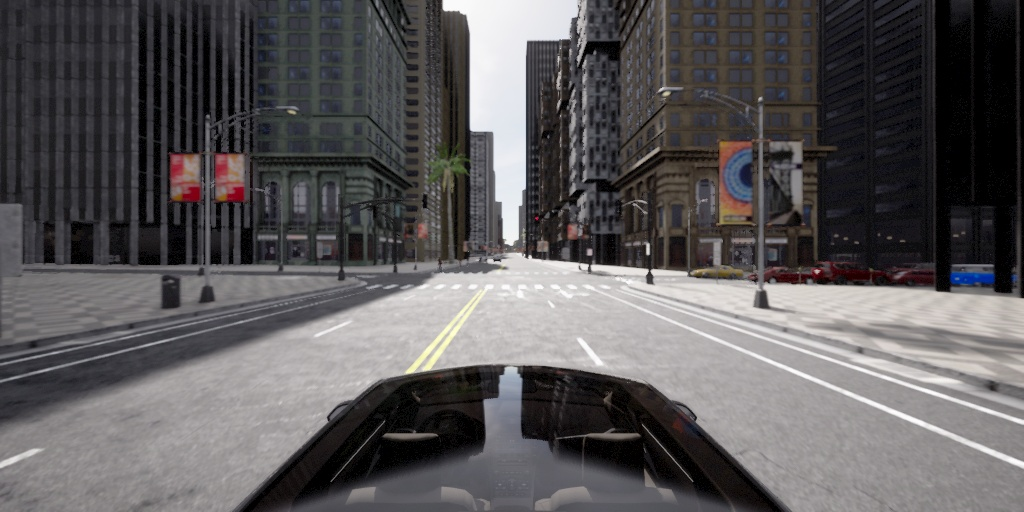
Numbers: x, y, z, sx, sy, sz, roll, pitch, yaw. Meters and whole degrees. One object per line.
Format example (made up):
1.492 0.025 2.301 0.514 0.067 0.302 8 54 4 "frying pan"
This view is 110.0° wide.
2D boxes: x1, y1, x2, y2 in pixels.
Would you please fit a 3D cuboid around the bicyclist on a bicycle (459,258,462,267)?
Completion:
-8.804 1.111 61.140 0.582 1.620 1.656 0 0 0 "bicyclist on a bicycle"

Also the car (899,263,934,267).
40.252 1.610 36.016 5.009 1.841 2.192 0 0 0 "car"

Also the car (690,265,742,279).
20.539 1.554 36.034 4.829 1.417 1.751 0 0 0 "car"

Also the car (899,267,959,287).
30.865 1.731 27.485 4.207 1.307 1.802 0 0 0 "car"

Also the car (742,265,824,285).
20.690 1.555 27.505 4.507 1.381 1.888 0 0 0 "car"

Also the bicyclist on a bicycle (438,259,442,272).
-8.822 1.144 43.837 0.582 1.620 1.656 0 0 0 "bicyclist on a bicycle"

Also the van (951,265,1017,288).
35.952 1.559 27.474 3.998 1.789 1.690 0 0 0 "van"

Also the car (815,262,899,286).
25.778 1.394 27.495 5.009 1.841 2.192 0 0 0 "car"
